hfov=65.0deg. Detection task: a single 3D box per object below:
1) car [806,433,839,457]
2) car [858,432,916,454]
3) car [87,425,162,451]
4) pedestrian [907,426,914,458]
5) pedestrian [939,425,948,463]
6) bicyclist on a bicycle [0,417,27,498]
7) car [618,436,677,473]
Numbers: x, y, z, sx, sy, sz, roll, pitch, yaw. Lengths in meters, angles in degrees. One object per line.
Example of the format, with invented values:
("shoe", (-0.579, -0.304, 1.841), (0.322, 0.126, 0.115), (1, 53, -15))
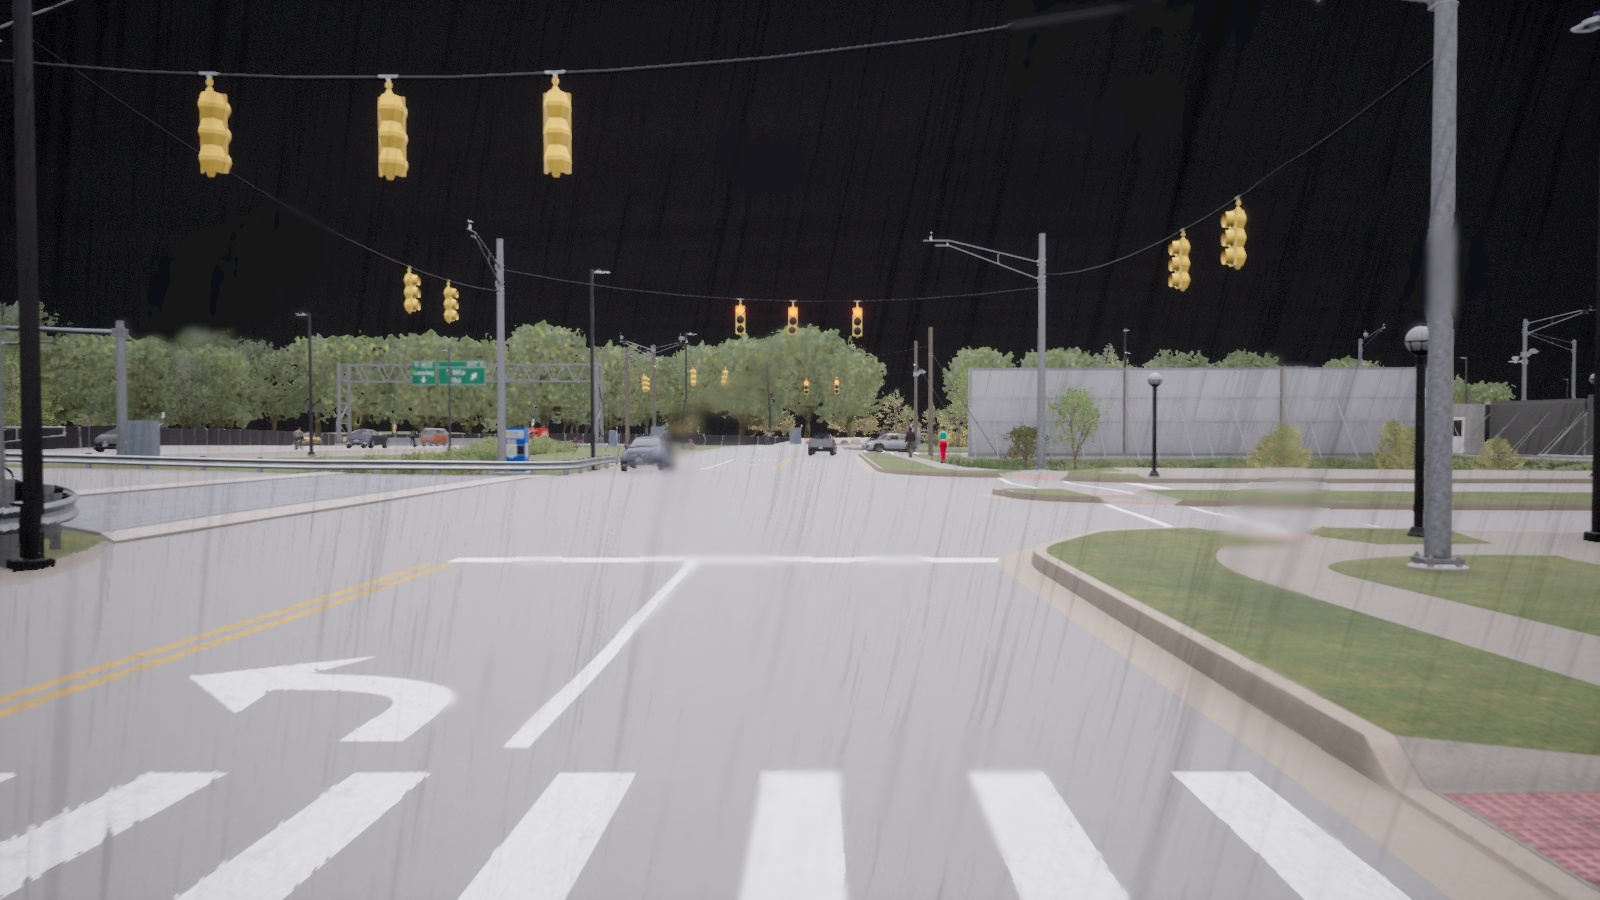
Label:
("car", (1.489, -0.371, 81.897), (1.845, 1.501, 3.633), (0, 1, 5))
("car", (6.528, -0.522, 94.299), (3.806, 1.475, 1.970), (1, 2, -19))
("car", (-40.496, -0.731, 75.356), (2.007, 1.525, 4.514), (0, 0, 1))
("pedestrian", (6.441, -0.479, 73.229), (0.431, 1.840, 0.703), (0, 2, 5))
("pedestrian", (7.041, -0.290, 61.649), (0.345, 1.836, 0.594), (0, 2, 1))
("bicyclist on a bicycle", (-16.769, 0.185, 25.602), (1.656, 1.620, 0.582), (-2, 0, 8))
("car", (-6.332, 0.147, 52.598), (1.812, 1.442, 4.674), (0, 1, 1))
